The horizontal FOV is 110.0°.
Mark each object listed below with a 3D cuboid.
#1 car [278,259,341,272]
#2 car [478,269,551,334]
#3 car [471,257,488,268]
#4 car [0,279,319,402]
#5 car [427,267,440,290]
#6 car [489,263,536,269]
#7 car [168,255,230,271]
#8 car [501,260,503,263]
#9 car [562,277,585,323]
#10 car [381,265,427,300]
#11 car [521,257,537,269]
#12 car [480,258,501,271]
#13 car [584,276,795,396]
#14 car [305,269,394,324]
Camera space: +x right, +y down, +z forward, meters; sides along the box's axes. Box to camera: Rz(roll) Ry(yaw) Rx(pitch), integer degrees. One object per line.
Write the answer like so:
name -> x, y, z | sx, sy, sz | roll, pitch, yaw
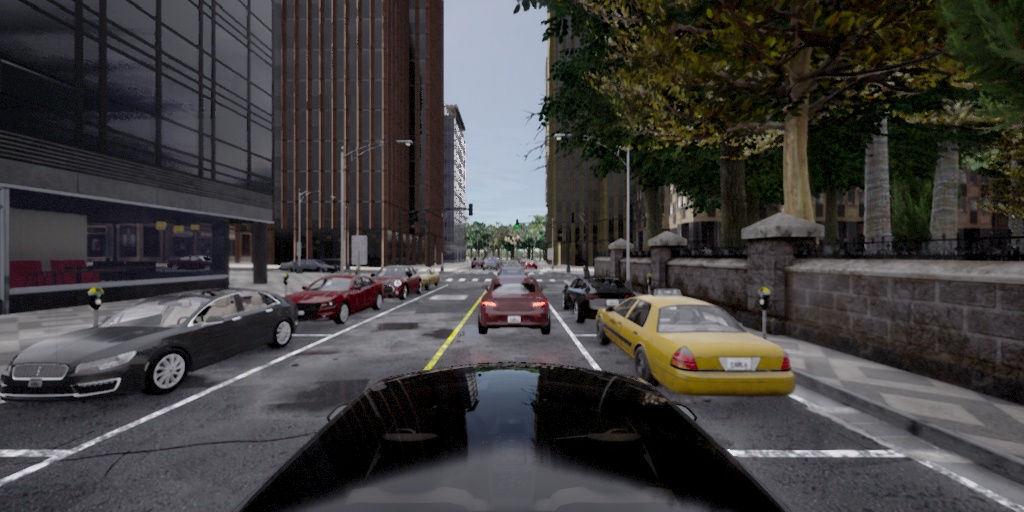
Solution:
car -> -19.267, 0.962, 34.360 | 5.357, 1.411, 2.033 | 1, 0, 0
car -> 0.066, 1.279, 10.480 | 1.812, 1.442, 4.674 | 0, 0, 0
car -> -5.678, 1.101, 60.291 | 2.192, 1.841, 5.009 | 0, 0, 0
car -> -5.754, 1.302, 6.513 | 2.007, 1.370, 4.403 | 0, 0, 0
car -> -5.731, 1.285, 22.714 | 1.751, 1.417, 4.829 | 0, 0, 0
car -> 0.028, 1.306, 20.043 | 2.033, 1.411, 5.357 | 0, 0, 0
car -> -29.924, 0.686, 34.358 | 5.008, 1.535, 1.882 | 1, 0, 0
car -> -2.987, 1.389, 61.725 | 1.895, 1.301, 4.718 | 0, 0, 0
car -> 2.779, 1.320, 11.960 | 1.948, 1.339, 4.313 | 0, 0, 0
car -> -5.739, 1.196, 17.427 | 1.967, 1.591, 4.097 | 0, 0, 0
car -> 2.840, 1.222, 54.842 | 1.967, 1.591, 4.097 | 0, 0, 0
car -> -3.013, 1.343, 50.850 | 1.994, 1.385, 4.181 | 0, 0, 1
car -> 2.771, 1.277, 6.673 | 1.751, 1.417, 4.829 | 0, 0, 0
car -> -5.746, 1.299, 11.970 | 1.888, 1.381, 4.507 | 0, 0, 0
